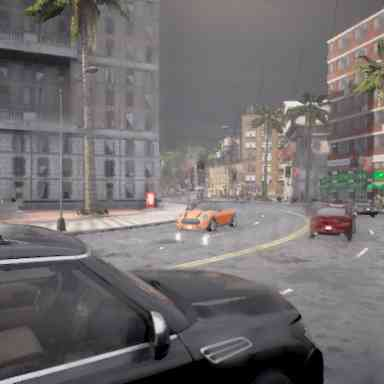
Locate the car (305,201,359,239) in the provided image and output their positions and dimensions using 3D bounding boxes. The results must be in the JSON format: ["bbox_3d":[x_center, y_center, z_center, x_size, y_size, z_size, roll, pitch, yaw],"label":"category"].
[{"bbox_3d":[7.390,1.467,17.319,1.882,1.535,5.008,0,0,28],"label":"car"}]

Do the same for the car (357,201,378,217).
[{"bbox_3d":[15.536,1.529,31.114,2.033,1.411,5.357,0,0,8],"label":"car"}]

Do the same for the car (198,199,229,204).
[{"bbox_3d":[0.995,1.333,20.188,2.097,1.767,4.553,0,0,30],"label":"car"}]

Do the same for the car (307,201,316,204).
[{"bbox_3d":[12.102,1.544,31.922,1.994,1.385,4.181,0,0,8],"label":"car"}]

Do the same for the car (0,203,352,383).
[{"bbox_3d":[-1.493,1.221,2.219,5.566,2.045,2.150,0,0,-35],"label":"car"}]
